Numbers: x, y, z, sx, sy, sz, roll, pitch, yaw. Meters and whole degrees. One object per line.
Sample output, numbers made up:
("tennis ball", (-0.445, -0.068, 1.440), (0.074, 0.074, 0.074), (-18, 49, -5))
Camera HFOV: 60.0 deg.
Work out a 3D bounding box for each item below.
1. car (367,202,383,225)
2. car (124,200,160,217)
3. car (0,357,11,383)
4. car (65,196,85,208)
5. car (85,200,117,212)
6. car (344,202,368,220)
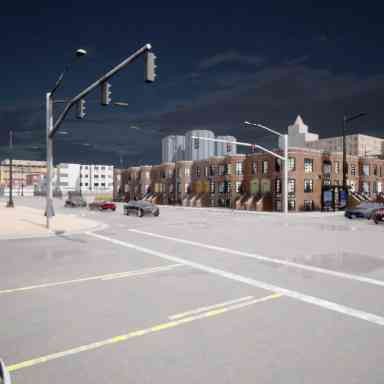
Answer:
("car", (14.498, 1.477, 23.016), (5.008, 1.535, 1.882), (0, 0, -36))
("car", (-4.815, 1.505, 31.360), (1.837, 1.490, 4.892), (0, 0, -36))
("car", (-3.740, 1.221, 1.100), (5.566, 2.045, 2.150), (0, 0, -35))
("car", (-16.634, 1.352, 47.735), (2.097, 1.767, 4.553), (0, 0, -36))
("car", (-10.629, 1.601, 39.409), (1.895, 1.301, 4.718), (0, 0, -36))
("car", (14.767, 1.547, 27.515), (5.357, 1.411, 2.033), (0, 0, -36))
